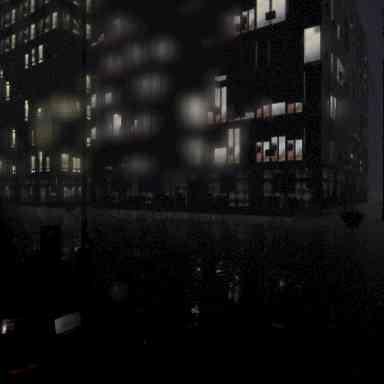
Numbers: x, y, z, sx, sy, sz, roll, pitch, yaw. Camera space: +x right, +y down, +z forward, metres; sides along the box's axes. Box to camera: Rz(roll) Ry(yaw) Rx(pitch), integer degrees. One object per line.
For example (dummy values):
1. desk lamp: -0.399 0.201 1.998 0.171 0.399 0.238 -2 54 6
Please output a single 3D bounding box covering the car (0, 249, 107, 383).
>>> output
1. car: -3.144 1.566 5.112 4.313 1.339 1.947 0 0 35
